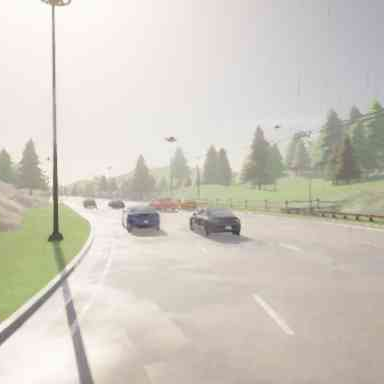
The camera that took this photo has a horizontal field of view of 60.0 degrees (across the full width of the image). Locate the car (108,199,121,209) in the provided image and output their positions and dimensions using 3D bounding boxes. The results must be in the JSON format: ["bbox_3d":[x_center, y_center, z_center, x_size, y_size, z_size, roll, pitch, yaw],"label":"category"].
[{"bbox_3d":[-11.670,1.809,51.355,1.994,1.385,4.181,-1,0,-23],"label":"car"}]

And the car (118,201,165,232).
[{"bbox_3d":[-3.322,1.559,21.091,1.882,1.535,5.008,0,0,-17],"label":"car"}]

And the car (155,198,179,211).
[{"bbox_3d":[-3.775,1.474,41.599,2.097,1.767,4.553,-1,0,-23],"label":"car"}]

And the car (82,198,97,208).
[{"bbox_3d":[-16.826,1.823,54.571,1.837,1.490,4.892,-1,-1,-23],"label":"car"}]

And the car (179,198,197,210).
[{"bbox_3d":[-1.020,1.566,44.114,1.882,1.535,5.008,-1,0,-23],"label":"car"}]

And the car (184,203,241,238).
[{"bbox_3d":[1.140,1.541,17.965,1.812,1.442,4.674,0,0,-15],"label":"car"}]
